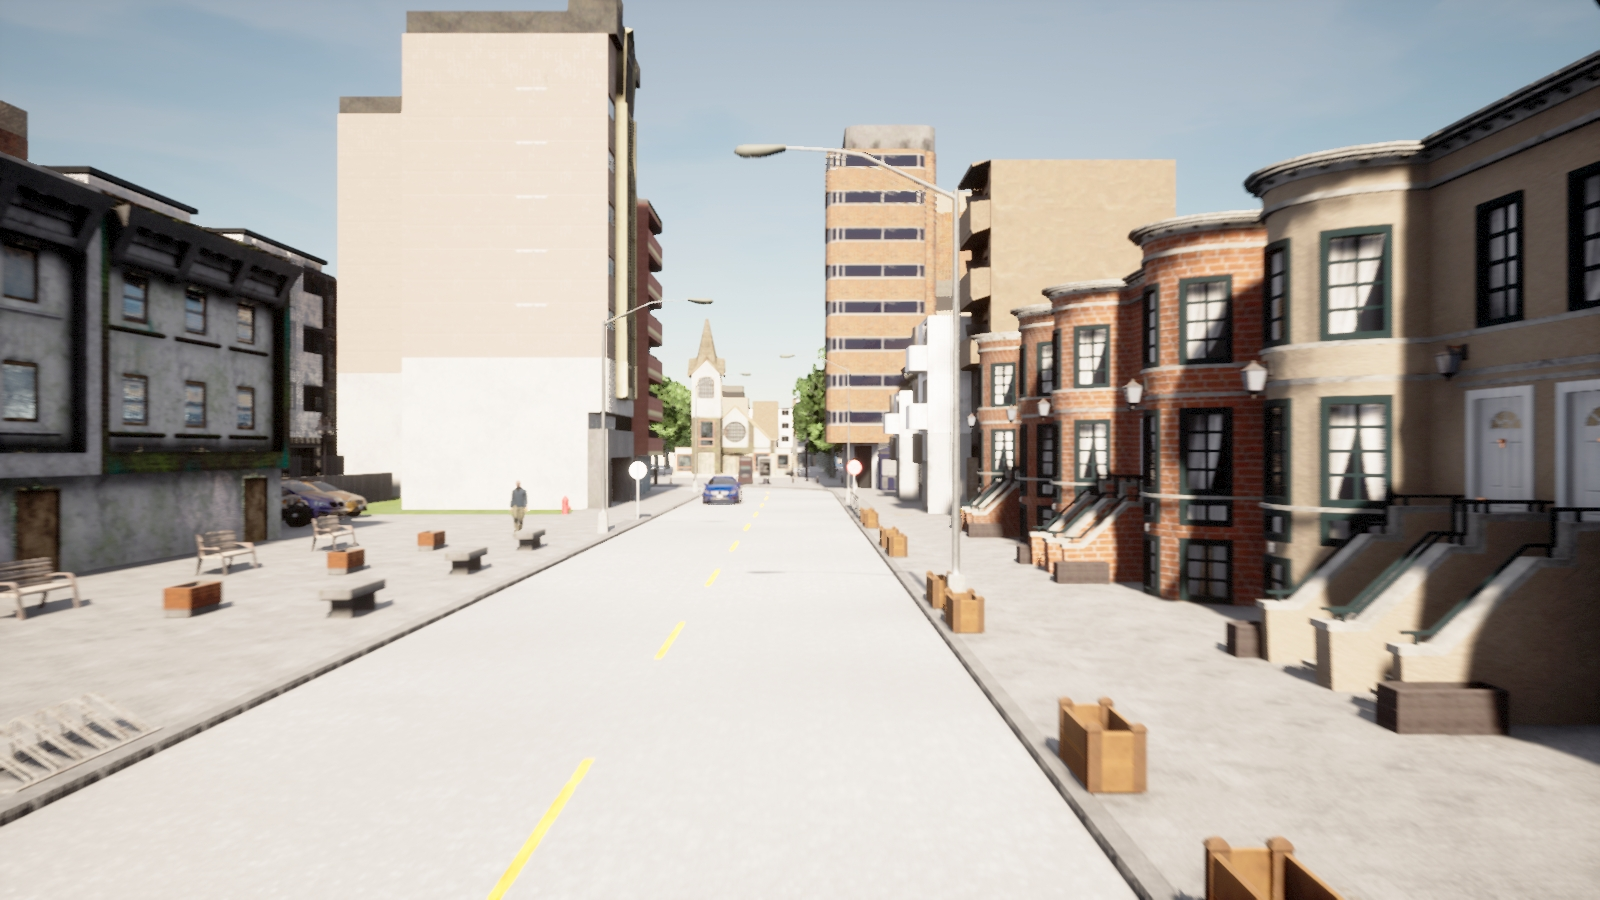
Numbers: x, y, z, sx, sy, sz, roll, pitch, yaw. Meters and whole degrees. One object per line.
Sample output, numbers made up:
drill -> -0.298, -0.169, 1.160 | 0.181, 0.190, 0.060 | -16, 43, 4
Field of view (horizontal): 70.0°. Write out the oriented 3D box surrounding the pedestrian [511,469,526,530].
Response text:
pedestrian -> -8.703, 1.525, 35.372 | 0.375, 1.860, 0.375 | 0, 0, -3

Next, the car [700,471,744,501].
car -> -4.035, 1.861, 59.791 | 2.002, 1.442, 4.674 | 0, 0, 0
